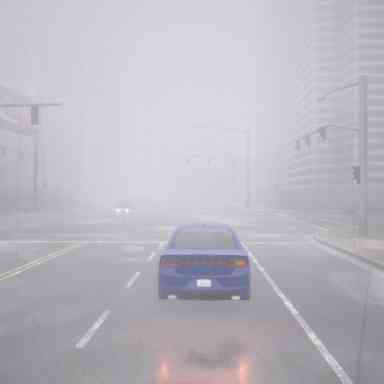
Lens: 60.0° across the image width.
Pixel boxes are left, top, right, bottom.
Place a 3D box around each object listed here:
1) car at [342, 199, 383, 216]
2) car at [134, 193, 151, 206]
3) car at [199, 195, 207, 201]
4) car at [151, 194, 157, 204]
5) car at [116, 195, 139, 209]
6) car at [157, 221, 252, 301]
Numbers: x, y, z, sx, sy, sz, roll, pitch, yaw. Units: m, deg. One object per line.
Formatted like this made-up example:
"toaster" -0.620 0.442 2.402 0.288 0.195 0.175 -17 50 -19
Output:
"car" 17.226 1.504 32.333 4.892 1.490 1.837 0 0 2
"car" -8.831 1.220 55.520 2.150 2.045 5.566 0 0 2
"car" 2.762 1.522 86.201 1.812 1.442 4.674 0 0 2
"car" -8.421 1.546 66.200 2.033 1.411 5.357 0 0 3
"car" -9.143 1.563 46.176 1.994 1.385 4.181 0 0 2
"car" 0.308 1.477 8.424 1.882 1.535 5.008 0 0 2
